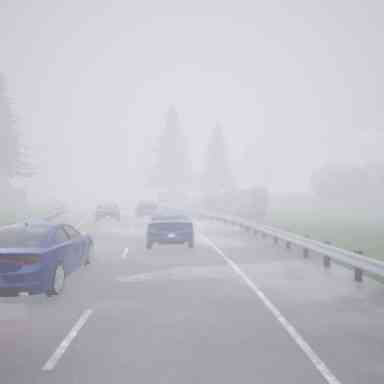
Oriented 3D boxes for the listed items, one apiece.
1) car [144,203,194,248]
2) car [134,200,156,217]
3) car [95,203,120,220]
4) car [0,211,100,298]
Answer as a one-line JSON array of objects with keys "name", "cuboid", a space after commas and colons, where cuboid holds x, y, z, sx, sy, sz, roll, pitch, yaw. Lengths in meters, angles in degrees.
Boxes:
[{"name": "car", "cuboid": [-1.068, 1.468, 14.886, 1.882, 1.535, 5.008, 0, 0, -7]}, {"name": "car", "cuboid": [-4.259, 1.465, 30.969, 1.882, 1.535, 5.008, 0, 0, -14]}, {"name": "car", "cuboid": [-7.014, 1.599, 27.730, 1.895, 1.301, 4.718, 0, 0, -14]}, {"name": "car", "cuboid": [-3.920, 1.482, 8.589, 1.882, 1.535, 5.008, 0, 0, -4]}]
